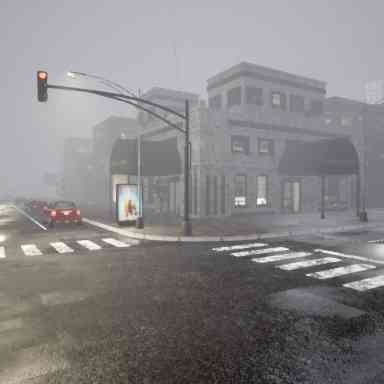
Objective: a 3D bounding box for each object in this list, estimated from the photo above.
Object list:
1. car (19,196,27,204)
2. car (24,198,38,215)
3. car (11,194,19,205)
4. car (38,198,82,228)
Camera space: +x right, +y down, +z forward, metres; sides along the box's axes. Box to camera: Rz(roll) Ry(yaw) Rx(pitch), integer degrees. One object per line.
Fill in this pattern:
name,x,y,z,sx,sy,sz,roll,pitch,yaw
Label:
car,-17.213,1.331,36.038,2.008,1.369,4.403,-1,1,-31
car,-14.285,1.385,31.151,1.802,1.307,4.206,-1,1,-31
car,-25.996,1.269,50.698,2.008,1.369,4.403,-1,1,-31
car,-8.431,1.289,21.376,1.967,1.590,4.097,-1,1,-31
